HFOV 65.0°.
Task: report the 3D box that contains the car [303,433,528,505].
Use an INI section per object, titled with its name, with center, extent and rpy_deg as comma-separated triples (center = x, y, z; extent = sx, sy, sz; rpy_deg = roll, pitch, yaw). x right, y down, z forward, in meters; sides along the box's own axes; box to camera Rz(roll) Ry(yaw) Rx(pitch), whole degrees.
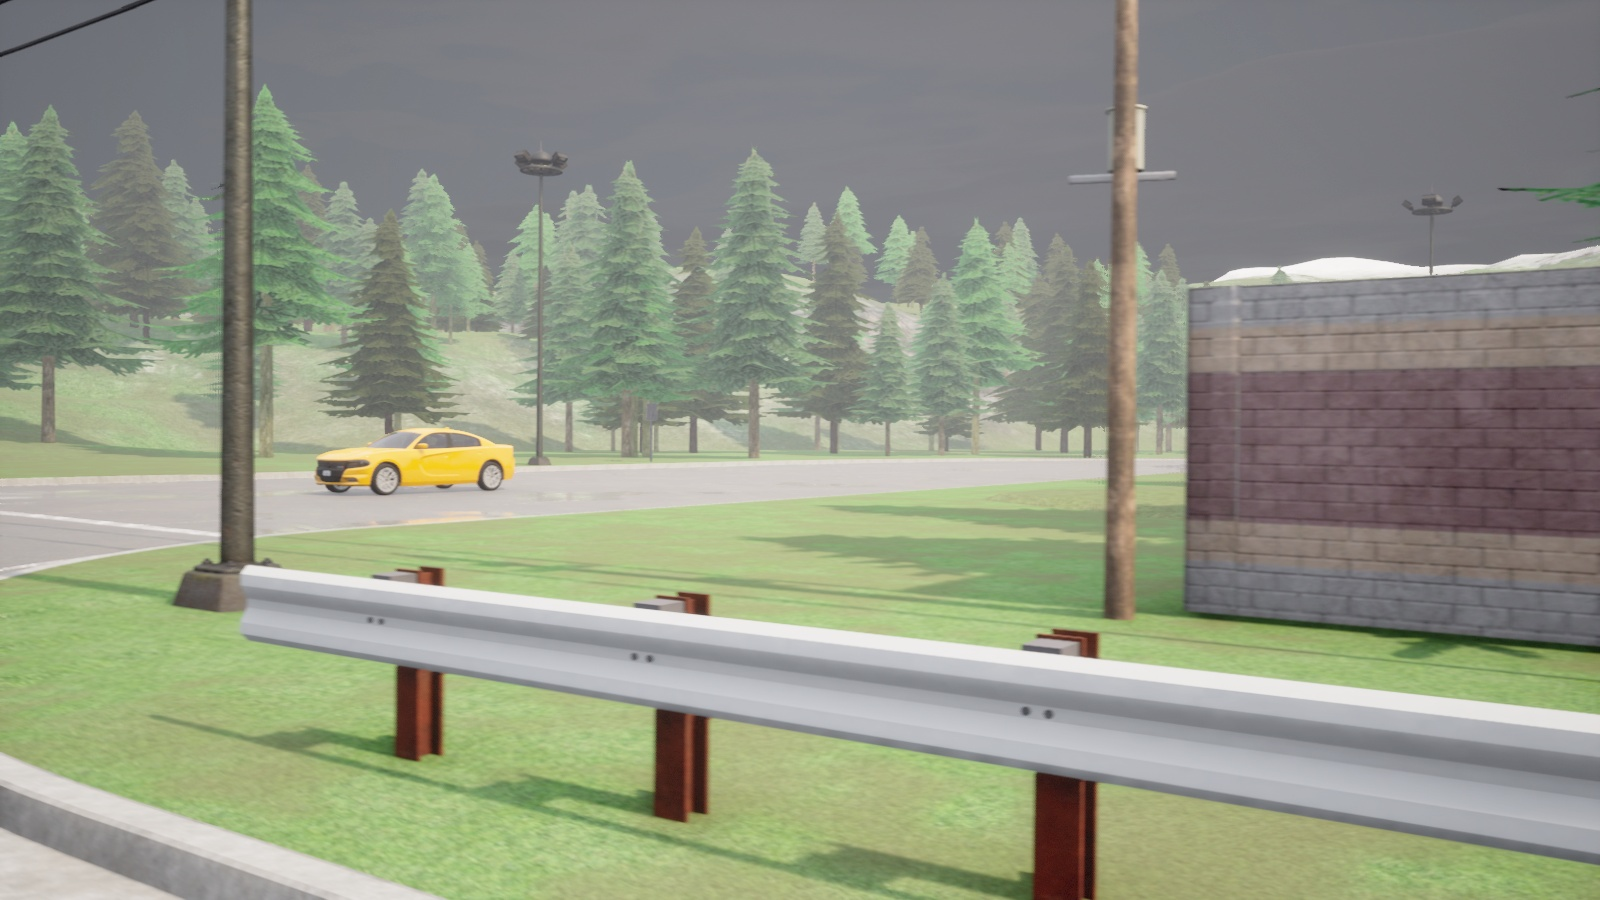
[car]
center = -8.933, 0.386, 29.633
extent = 1.882, 1.535, 5.008
rpy_deg = 0, 1, 34
